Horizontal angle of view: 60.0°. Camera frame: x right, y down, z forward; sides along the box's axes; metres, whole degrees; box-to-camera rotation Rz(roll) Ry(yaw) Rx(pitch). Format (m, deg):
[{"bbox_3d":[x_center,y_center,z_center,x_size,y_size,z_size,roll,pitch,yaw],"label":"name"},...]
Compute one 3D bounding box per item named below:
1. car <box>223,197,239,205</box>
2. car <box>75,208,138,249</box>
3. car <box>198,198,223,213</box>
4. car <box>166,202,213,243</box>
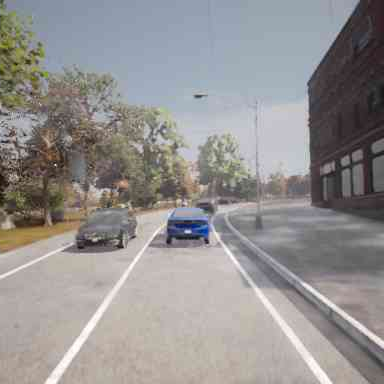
[{"bbox_3d":[5.920,1.470,54.079,1.895,1.301,4.718,-3,-1,31],"label":"car"},{"bbox_3d":[-3.554,1.502,14.558,1.837,1.490,4.892,0,0,0],"label":"car"},{"bbox_3d":[1.641,1.392,34.459,1.837,1.490,4.892,-2,0,13],"label":"car"},{"bbox_3d":[-0.182,1.468,16.107,1.882,1.535,5.008,0,0,0],"label":"car"}]
